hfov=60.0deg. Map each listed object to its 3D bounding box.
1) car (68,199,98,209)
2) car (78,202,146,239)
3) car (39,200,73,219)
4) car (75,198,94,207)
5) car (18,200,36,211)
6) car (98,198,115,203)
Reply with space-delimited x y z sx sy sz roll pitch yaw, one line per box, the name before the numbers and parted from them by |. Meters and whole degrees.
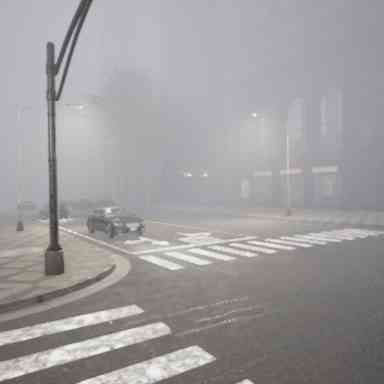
car | -15.302 1.668 46.640 2.128 1.511 4.902 -1 0 -33
car | -4.245 1.558 18.161 2.128 1.511 4.902 -1 0 -35
car | -13.023 1.749 31.308 1.994 1.385 4.181 -1 0 -34
car | -18.647 1.806 57.407 1.895 1.301 4.718 -1 0 -34
car | -23.256 1.845 46.765 1.882 1.535 5.008 -1 0 -34
car | -12.906 1.603 48.875 1.882 1.535 5.008 -1 0 -33
